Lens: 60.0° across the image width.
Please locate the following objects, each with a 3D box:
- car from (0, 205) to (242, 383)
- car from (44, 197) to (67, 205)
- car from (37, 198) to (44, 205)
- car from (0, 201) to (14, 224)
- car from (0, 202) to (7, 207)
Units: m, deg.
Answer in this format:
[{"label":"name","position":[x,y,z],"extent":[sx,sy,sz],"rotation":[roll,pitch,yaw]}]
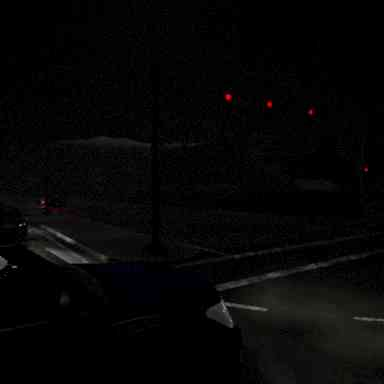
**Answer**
[{"label":"car","position":[-2.135,1.230,2.609],"extent":[5.566,2.045,2.150],"rotation":[0,0,-36]},{"label":"car","position":[-19.087,1.512,47.042],"extent":[2.128,1.511,4.902],"rotation":[0,0,-32]},{"label":"car","position":[-24.744,1.638,55.816],"extent":[1.895,1.301,4.718],"rotation":[0,0,-32]},{"label":"car","position":[-15.192,1.532,25.656],"extent":[2.128,1.511,4.902],"rotation":[0,0,-33]},{"label":"car","position":[-9.580,1.516,16.906],"extent":[2.128,1.511,4.902],"rotation":[0,0,-33]}]
